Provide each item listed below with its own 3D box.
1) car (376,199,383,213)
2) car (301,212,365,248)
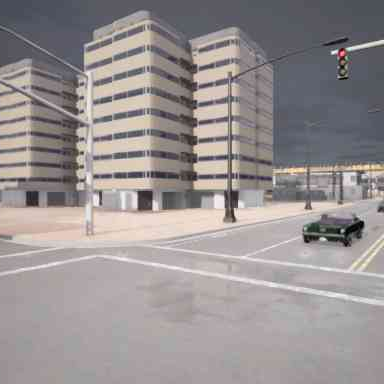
[{"bbox_3d":[21.437,1.512,36.248,1.837,1.490,4.892,0,0,35],"label":"car"},{"bbox_3d":[6.557,1.602,15.232,1.895,1.301,4.718,0,0,35],"label":"car"}]
